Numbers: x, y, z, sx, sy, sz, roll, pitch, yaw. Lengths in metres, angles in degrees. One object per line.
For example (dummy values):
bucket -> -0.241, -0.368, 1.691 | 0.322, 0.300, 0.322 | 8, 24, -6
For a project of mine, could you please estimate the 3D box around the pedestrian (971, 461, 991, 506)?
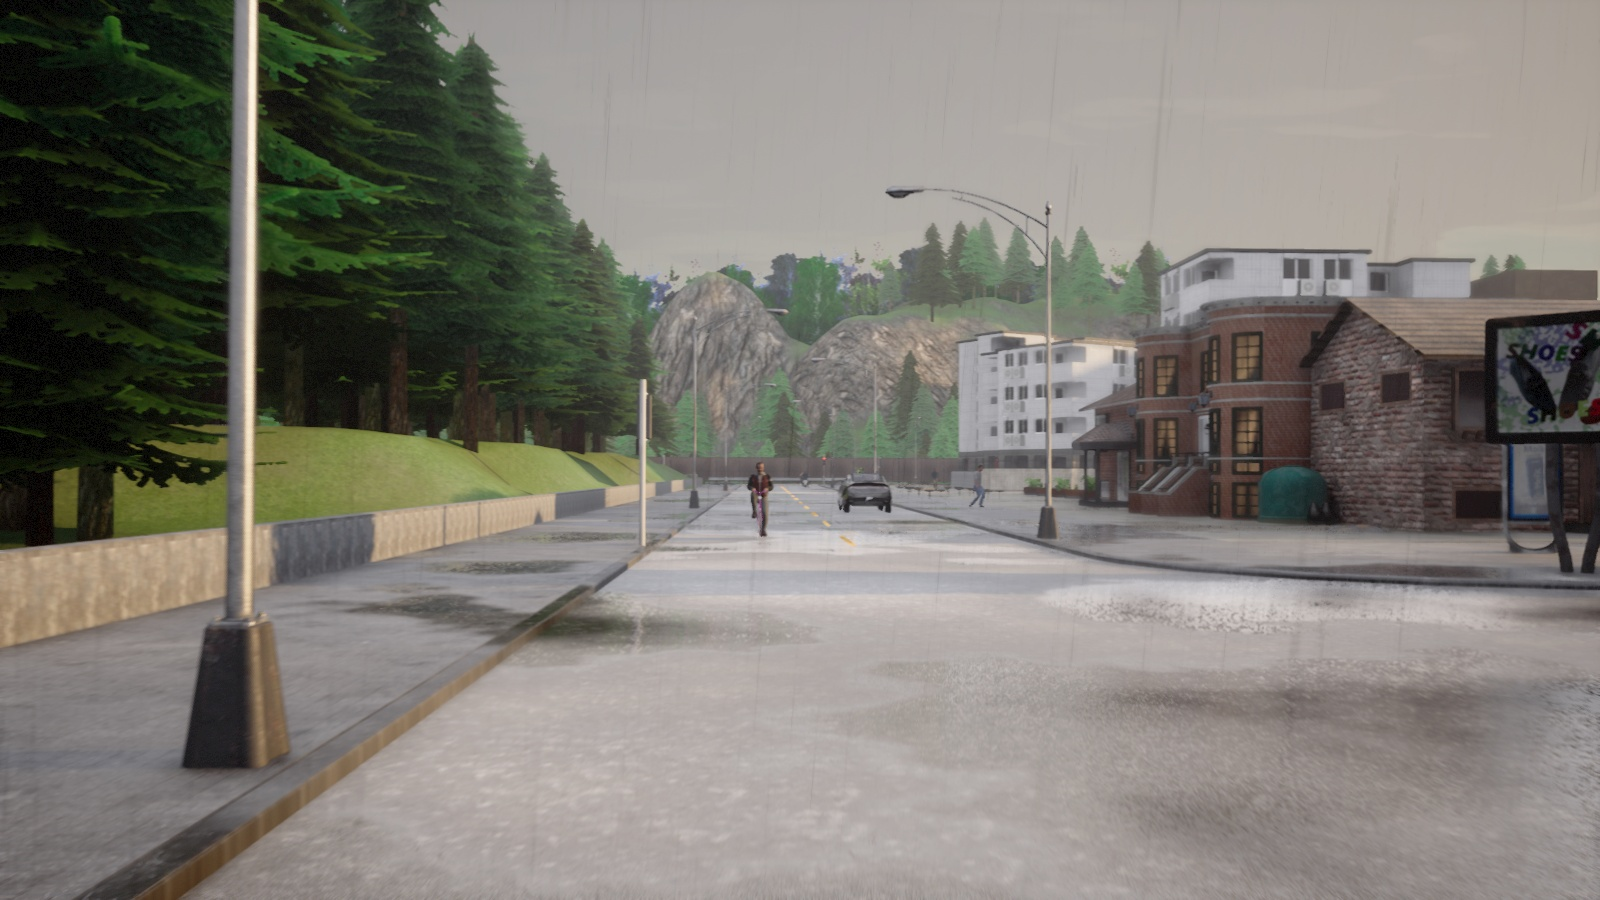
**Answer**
pedestrian -> 7.449, 1.361, 51.712 | 0.354, 1.836, 0.706 | 1, -1, -44

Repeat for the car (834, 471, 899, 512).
car -> 2.547, 1.582, 49.024 | 2.128, 1.511, 4.902 | 0, -1, -2
